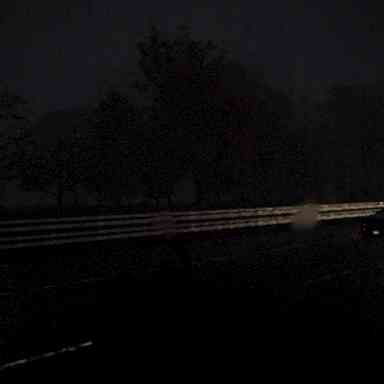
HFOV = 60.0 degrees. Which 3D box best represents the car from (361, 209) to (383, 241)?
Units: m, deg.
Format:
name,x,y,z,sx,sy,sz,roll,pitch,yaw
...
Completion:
name,x,y,z,sx,sy,sz,roll,pitch,yaw
car,9.278,1.422,14.692,4.674,1.442,1.812,0,0,-35
